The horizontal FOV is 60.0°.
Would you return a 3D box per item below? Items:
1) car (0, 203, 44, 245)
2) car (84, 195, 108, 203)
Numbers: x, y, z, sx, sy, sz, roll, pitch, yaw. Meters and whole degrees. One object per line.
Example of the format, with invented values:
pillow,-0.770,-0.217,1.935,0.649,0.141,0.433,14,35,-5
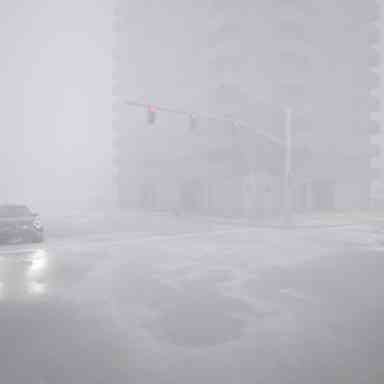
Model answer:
car,-8.227,1.347,15.052,2.097,1.767,4.553,0,0,-36
car,-19.643,1.446,68.026,4.902,1.511,2.128,0,0,-36
